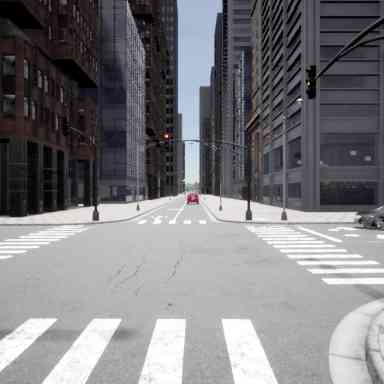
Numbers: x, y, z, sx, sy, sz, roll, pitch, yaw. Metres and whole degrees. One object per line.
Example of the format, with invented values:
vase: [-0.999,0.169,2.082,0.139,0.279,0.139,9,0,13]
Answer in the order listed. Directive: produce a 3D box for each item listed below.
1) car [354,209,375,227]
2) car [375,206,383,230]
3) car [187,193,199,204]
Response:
car: [12.185,1.393,19.585,4.902,1.511,2.128,0,0,2]
car: [12.157,1.401,16.355,4.902,1.511,2.128,0,0,-1]
car: [0.191,1.240,62.324,2.150,2.045,5.566,0,0,0]
